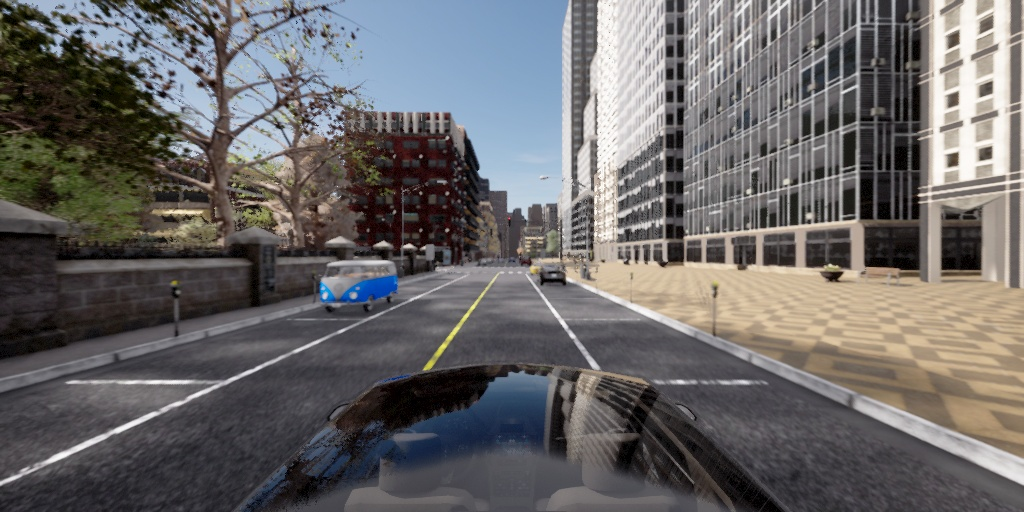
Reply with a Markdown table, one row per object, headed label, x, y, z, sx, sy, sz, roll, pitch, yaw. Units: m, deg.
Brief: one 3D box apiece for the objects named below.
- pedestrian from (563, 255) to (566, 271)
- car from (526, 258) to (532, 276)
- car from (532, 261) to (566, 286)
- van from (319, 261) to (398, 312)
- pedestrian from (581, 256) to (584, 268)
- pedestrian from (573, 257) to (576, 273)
| label | x | y | z | sx | sy | sz | roll | pitch | yaw |
| --- | --- | --- | --- | --- | --- | --- | --- | --- | --- |
| pedestrian | 6.134 | 0.830 | 42.131 | 0.375 | 1.860 | 0.375 | 0 | 0 | 0 |
| car | 2.688 | 1.220 | 36.422 | 1.751 | 1.417 | 4.829 | 0 | 0 | 0 |
| car | 2.688 | 1.275 | 24.987 | 1.948 | 1.339 | 4.313 | 0 | 0 | 0 |
| van | -5.692 | 1.067 | 13.721 | 1.690 | 1.789 | 3.998 | 0 | 0 | 0 |
| pedestrian | 8.134 | 0.953 | 41.531 | 0.375 | 1.860 | 0.375 | 0 | 0 | 0 |
| pedestrian | 7.134 | 0.974 | 40.931 | 0.375 | 1.860 | 0.375 | 0 | 0 | 0 |
